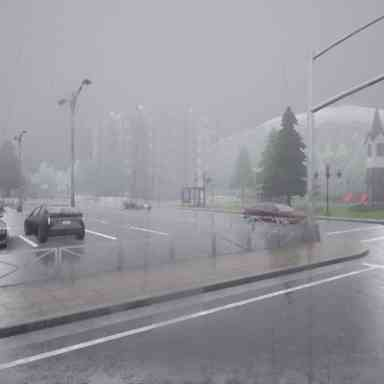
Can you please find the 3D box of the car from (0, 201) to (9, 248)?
[{"bbox_3d":[-8.884,1.331,13.426,2.152,1.636,5.027,0,0,-36],"label":"car"}]

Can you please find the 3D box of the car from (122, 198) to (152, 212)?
[{"bbox_3d":[-6.547,1.491,39.333,2.128,1.511,4.902,0,0,-36],"label":"car"}]

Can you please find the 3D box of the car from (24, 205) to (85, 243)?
[{"bbox_3d":[-6.372,1.340,15.306,2.007,1.523,4.514,0,0,-36],"label":"car"}]

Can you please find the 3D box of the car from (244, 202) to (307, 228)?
[{"bbox_3d":[5.734,1.478,22.646,1.882,1.535,5.008,0,0,-36],"label":"car"}]
